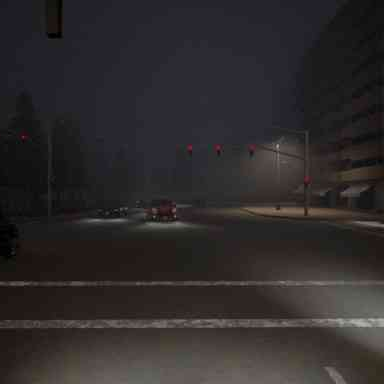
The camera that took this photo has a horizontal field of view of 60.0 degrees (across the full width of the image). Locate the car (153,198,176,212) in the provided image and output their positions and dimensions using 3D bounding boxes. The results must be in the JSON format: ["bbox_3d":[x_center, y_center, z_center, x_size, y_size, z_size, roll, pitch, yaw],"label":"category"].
[{"bbox_3d":[-3.230,1.492,40.575,2.128,1.511,4.902,0,0,4],"label":"car"}]

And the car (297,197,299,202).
[{"bbox_3d":[21.923,1.525,73.615,4.902,1.511,2.128,0,0,-22],"label":"car"}]

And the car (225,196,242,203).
[{"bbox_3d":[9.949,1.524,69.947,5.357,1.411,2.033,0,0,-45],"label":"car"}]

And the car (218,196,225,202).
[{"bbox_3d":[7.643,1.573,72.577,4.718,1.301,1.895,0,0,-45],"label":"car"}]

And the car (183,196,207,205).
[{"bbox_3d":[0.893,1.492,57.624,2.128,1.511,4.902,0,0,27],"label":"car"}]

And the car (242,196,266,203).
[{"bbox_3d":[13.128,1.477,68.087,5.008,1.535,1.882,0,0,-41],"label":"car"}]

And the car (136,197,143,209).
[{"bbox_3d":[-6.127,1.351,46.091,2.097,1.767,4.553,0,0,9],"label":"car"}]

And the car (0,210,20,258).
[{"bbox_3d":[-7.092,1.354,9.770,2.097,1.767,4.553,0,0,0],"label":"car"}]

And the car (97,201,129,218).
[{"bbox_3d":[-7.016,1.525,30.014,1.812,1.442,4.674,0,0,1],"label":"car"}]

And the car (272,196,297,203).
[{"bbox_3d":[18.492,1.478,67.600,5.008,1.535,1.882,0,0,-33],"label":"car"}]

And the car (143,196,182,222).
[{"bbox_3d":[-2.509,1.369,27.041,2.097,1.767,4.553,0,1,-13],"label":"car"}]
